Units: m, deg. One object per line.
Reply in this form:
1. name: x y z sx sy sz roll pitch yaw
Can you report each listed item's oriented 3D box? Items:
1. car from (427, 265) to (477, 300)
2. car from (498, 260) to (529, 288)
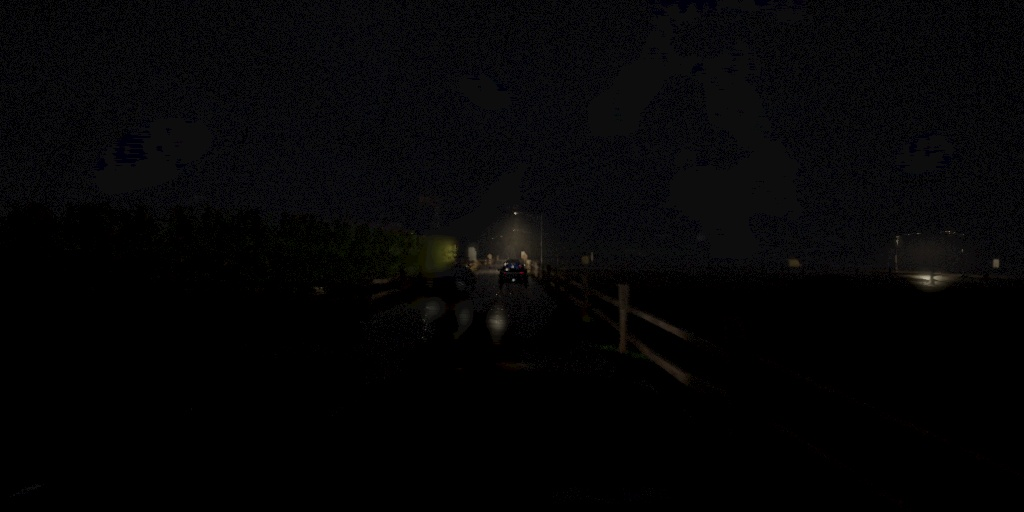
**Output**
1. car: -2.855 1.199 17.776 1.882 1.535 5.008 0 0 0
2. car: 0.090 1.218 23.603 2.128 1.511 4.902 0 0 0
